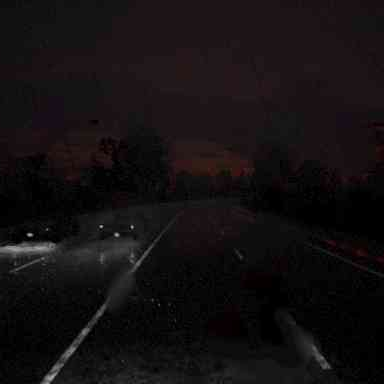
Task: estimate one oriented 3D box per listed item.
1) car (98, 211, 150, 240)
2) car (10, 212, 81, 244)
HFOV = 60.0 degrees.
[{"bbox_3d":[-3.520,1.730,17.849,1.895,1.301,4.718,0,0,1],"label":"car"},{"bbox_3d":[-7.033,1.683,16.437,1.994,1.385,4.181,0,0,1],"label":"car"}]
